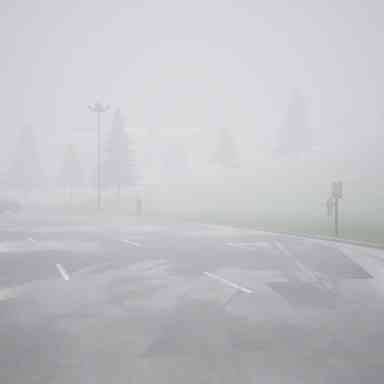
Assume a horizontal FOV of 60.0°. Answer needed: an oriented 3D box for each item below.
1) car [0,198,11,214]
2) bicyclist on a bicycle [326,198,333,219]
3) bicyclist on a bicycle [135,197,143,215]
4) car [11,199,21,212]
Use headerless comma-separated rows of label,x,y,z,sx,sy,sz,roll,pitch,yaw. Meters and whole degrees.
car,-20.816,1.525,33.536,4.674,1.442,1.812,0,0,28
bicyclist on a bicycle,10.903,1.310,26.361,0.582,1.620,1.656,0,-2,16
bicyclist on a bicycle,-4.872,1.307,30.438,0.582,1.620,1.656,2,-2,-33
car,-21.688,1.505,37.823,4.892,1.490,1.837,0,0,26
